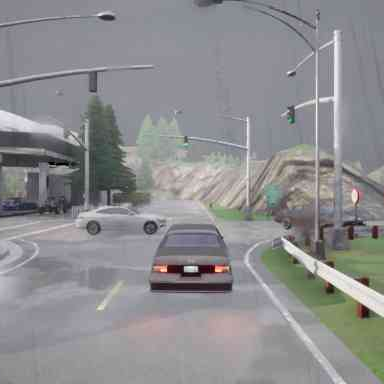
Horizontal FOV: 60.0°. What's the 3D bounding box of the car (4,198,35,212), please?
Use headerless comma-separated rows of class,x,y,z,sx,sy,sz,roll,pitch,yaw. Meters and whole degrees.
car,-20.315,1.480,39.558,2.242,1.667,4.611,0,0,-1

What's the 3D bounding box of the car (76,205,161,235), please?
car,-3.647,1.415,17.461,4.674,1.442,1.812,0,0,-1

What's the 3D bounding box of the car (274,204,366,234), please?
car,6.528,1.359,17.643,2.033,1.411,5.357,0,0,-20

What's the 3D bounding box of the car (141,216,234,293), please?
car,0.032,1.547,8.978,2.033,1.411,5.357,0,0,1

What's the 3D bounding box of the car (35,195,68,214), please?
car,-14.600,1.313,35.292,1.905,1.878,3.866,0,0,-1
